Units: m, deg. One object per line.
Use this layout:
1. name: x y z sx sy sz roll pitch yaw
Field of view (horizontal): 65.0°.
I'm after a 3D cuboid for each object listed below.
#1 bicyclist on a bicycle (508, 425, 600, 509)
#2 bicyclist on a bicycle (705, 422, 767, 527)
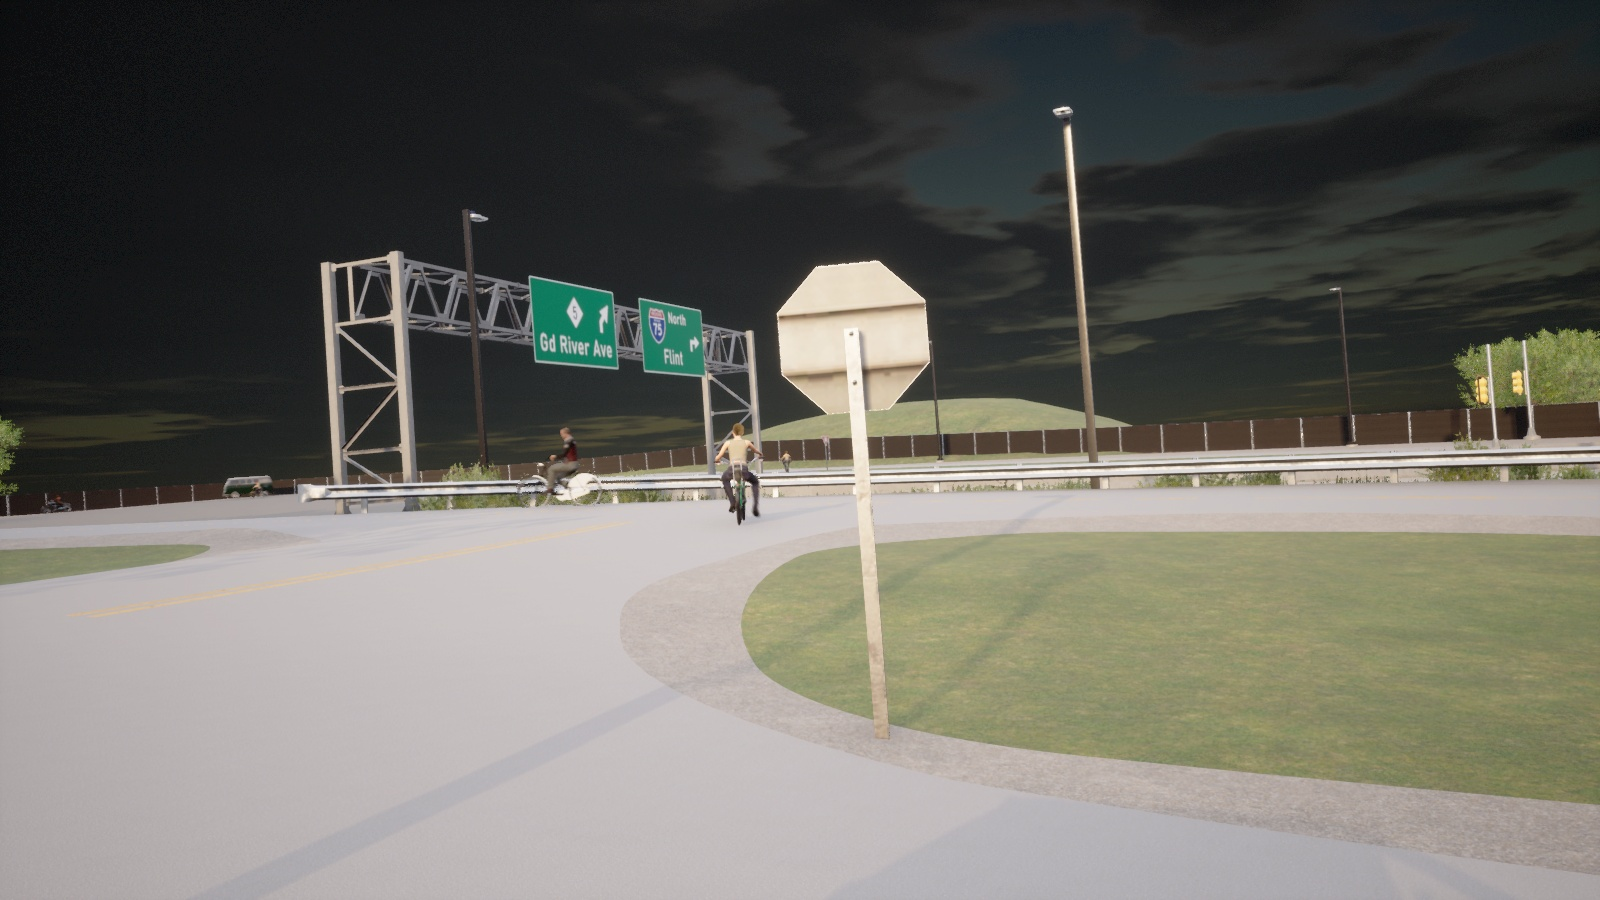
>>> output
1. bicyclist on a bicycle: -5.388 0.368 27.567 1.843 1.776 0.659 -1 0 -1
2. bicyclist on a bicycle: -1.014 0.369 20.333 0.866 1.612 1.509 -2 1 0
